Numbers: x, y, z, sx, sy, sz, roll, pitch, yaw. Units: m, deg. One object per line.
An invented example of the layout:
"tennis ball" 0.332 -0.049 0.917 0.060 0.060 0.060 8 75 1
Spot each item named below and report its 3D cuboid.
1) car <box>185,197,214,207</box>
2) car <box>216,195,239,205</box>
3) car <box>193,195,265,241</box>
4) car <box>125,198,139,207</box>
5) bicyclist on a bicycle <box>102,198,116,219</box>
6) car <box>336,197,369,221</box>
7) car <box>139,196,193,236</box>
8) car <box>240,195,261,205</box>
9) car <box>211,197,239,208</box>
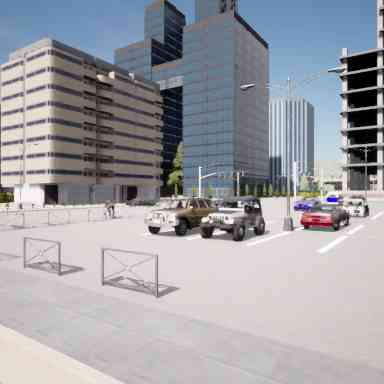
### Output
"car" 1.247 1.492 51.185 2.128 1.511 4.902 0 0 34
"car" 6.281 1.352 58.820 2.097 1.767 4.553 0 0 34
"car" 2.037 1.156 15.653 1.905 1.878 3.866 0 0 34
"car" -7.712 1.548 50.610 2.033 1.411 5.357 0 0 34
"bicyclist on a bicycle" -6.582 1.302 26.262 1.656 1.620 0.582 0 0 34
"car" 14.033 1.395 28.634 1.970 1.475 3.806 0 0 34
"car" -0.334 1.153 17.314 1.932 1.855 4.605 0 0 34
"car" 10.317 1.352 58.394 2.097 1.767 4.553 0 0 34
"car" 5.060 1.547 50.513 2.033 1.411 5.357 0 0 33
